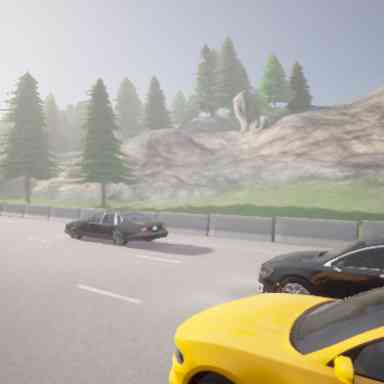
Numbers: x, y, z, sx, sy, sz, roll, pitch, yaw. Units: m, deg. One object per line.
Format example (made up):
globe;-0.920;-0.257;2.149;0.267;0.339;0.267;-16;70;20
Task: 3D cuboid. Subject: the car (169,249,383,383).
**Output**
car;2.076;1.475;2.511;5.008;1.535;1.882;0;0;36

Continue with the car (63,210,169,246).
car;-3.573;1.531;15.144;5.357;1.411;2.033;0;0;36

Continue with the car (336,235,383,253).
car;3.549;1.506;5.760;4.892;1.490;1.837;0;0;36
